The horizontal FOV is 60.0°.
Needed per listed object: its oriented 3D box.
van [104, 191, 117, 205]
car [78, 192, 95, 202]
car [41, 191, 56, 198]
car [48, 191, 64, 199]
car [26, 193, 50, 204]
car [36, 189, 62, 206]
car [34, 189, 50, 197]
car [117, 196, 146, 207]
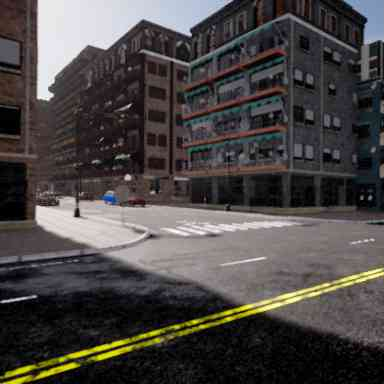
[{"bbox_3d":[-10.564,0.793,45.197,1.690,1.788,3.998,2,0,-37],"label":"van"},{"bbox_3d":[-17.419,0.720,54.120,1.967,1.590,4.097,2,0,-37],"label":"car"},{"bbox_3d":[-31.073,0.488,72.008,2.008,1.369,4.403,2,0,-37],"label":"car"},{"bbox_3d":[-27.660,0.574,67.536,2.008,1.369,4.403,2,0,-37],"label":"car"},{"bbox_3d":[-20.704,0.837,44.606,2.008,1.369,4.403,2,0,-37],"label":"car"},{"bbox_3d":[-17.316,0.812,40.117,1.967,1.590,4.097,2,0,-37],"label":"car"},{"bbox_3d":[-34.479,0.166,76.481,2.192,1.841,5.009,2,0,-37],"label":"car"},{"bbox_3d":[-7.120,1.120,40.754,1.802,1.307,4.206,2,0,-37],"label":"car"}]
